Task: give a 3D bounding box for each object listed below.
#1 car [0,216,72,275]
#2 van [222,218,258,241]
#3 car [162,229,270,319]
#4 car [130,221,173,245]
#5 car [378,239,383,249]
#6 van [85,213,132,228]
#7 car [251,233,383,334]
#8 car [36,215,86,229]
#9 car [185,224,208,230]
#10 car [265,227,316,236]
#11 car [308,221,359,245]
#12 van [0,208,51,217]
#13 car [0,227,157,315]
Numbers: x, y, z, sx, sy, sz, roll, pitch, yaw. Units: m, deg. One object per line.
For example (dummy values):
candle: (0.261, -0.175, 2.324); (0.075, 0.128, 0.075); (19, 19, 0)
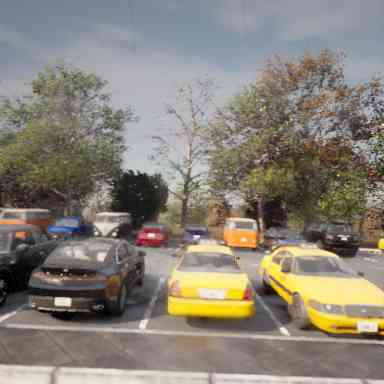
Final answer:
car: (-5.163, 1.670, 8.637); (2.185, 1.767, 4.553); (2, -3, 0)
van: (3.050, 2.693, 21.781); (1.878, 1.987, 4.442); (3, -3, 0)
car: (0.373, 2.035, 8.781); (1.946, 1.575, 5.366); (3, -3, 0)
car: (-2.367, 2.702, 21.682); (2.163, 1.488, 4.792); (2, -3, 0)
car: (14.230, 3.429, 21.457); (1.946, 1.575, 5.366); (3, -3, 0)
van: (-5.106, 2.326, 21.561); (1.878, 1.987, 4.442); (2, -3, 0)
car: (3.024, 2.135, 8.408); (1.946, 1.575, 5.366); (3, -3, 0)
car: (-7.899, 2.447, 21.662); (2.097, 1.535, 5.008); (2, -3, 0)
car: (0.270, 2.817, 21.680); (2.163, 1.488, 4.792); (3, -3, 0)
car: (5.929, 3.075, 21.619); (2.163, 1.488, 4.792); (3, -3, 0)
car: (8.709, 2.930, 21.690); (2.435, 2.045, 5.566); (3, -3, 0)
van: (-10.658, 2.120, 21.787); (1.878, 1.987, 4.442); (2, -3, 0)
car: (-2.391, 1.908, 8.591); (2.231, 1.521, 4.892); (3, -3, 0)
